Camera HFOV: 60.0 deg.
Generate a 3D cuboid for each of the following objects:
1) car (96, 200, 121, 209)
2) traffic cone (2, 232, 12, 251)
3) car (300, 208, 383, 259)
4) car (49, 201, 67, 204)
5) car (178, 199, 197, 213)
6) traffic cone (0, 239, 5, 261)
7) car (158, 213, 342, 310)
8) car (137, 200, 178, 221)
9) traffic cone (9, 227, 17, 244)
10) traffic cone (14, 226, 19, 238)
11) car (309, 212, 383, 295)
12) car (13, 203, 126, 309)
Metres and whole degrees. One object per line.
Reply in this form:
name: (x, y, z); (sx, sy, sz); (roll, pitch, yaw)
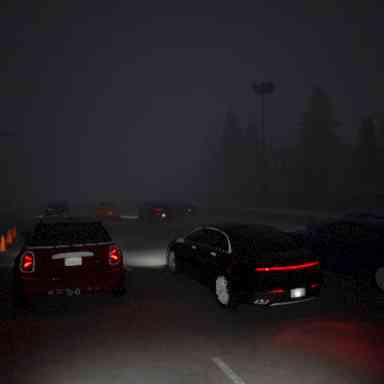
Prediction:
car: (-6.993, 1.427, 26.772); (1.882, 1.535, 5.008); (-1, 0, -23)
traffic cone: (-7.222, 1.959, 12.754); (0.340, 0.580, 0.340); (-1, 0, -23)
car: (6.626, 1.452, 12.308); (2.033, 1.411, 5.357); (-1, 0, -23)
car: (-11.139, 1.481, 27.620); (1.837, 1.490, 4.892); (-1, 0, -23)
car: (-1.113, 1.416, 30.823); (1.812, 1.442, 4.674); (-1, 0, -23)
traffic cone: (-6.452, 1.961, 10.908); (0.340, 0.580, 0.340); (-1, 0, -23)
car: (0.877, 1.468, 7.907); (1.837, 1.490, 4.892); (-1, 0, -23)
car: (-2.986, 1.427, 26.254); (1.837, 1.490, 4.892); (-1, 0, -23)
traffic cone: (-7.992, 1.958, 14.600); (0.340, 0.580, 0.340); (-1, 0, -23)
traffic cone: (-8.762, 1.957, 16.445); (0.340, 0.580, 0.340); (-1, 0, -23)
car: (4.374, 1.412, 8.613); (1.882, 1.535, 5.008); (-1, 0, -23)
car: (-3.077, 1.342, 8.294); (2.097, 1.767, 4.553); (-1, 0, -23)
